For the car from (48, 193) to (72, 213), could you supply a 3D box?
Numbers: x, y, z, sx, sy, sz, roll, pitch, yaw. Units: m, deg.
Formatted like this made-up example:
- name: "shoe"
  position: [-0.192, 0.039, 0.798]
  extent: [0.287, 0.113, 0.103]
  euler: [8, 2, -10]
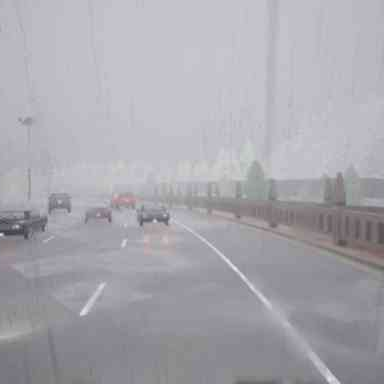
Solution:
- name: "car"
  position: [-14.064, 1.098, 35.380]
  extent: [2.150, 2.045, 5.566]
  euler: [0, 0, -21]

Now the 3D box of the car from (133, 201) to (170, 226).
- name: "car"
  position: [-2.762, 1.482, 22.596]
  extent: [1.895, 1.301, 4.718]
  euler: [0, 0, -13]

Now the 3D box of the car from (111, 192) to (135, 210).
- name: "car"
  position: [-8.300, 1.031, 39.698]
  extent: [2.150, 2.045, 5.566]
  euler: [0, 0, -23]

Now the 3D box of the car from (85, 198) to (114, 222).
- name: "car"
  position: [-7.064, 1.415, 25.269]
  extent: [1.812, 1.442, 4.674]
  euler: [0, 0, -14]

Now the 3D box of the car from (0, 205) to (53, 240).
- name: "car"
  position: [-8.640, 1.546, 16.592]
  extent: [1.895, 1.301, 4.718]
  euler: [0, 0, -10]

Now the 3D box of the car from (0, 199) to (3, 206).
- name: "car"
  position: [-28.581, 1.468, 48.185]
  extent: [2.033, 1.411, 5.357]
  euler: [-1, 0, -32]
